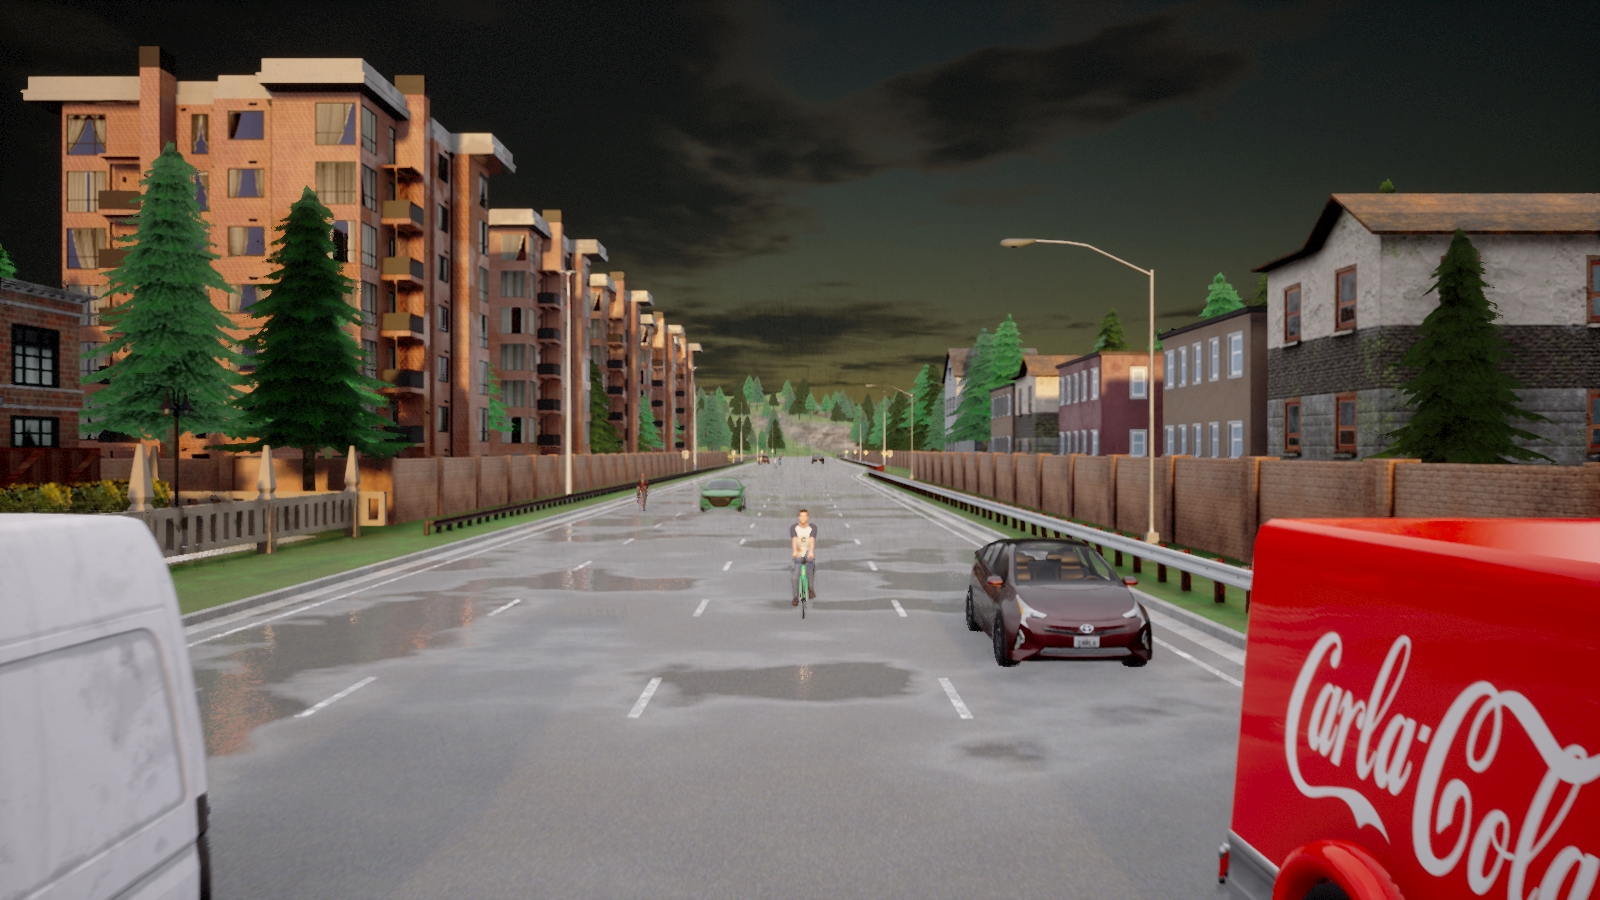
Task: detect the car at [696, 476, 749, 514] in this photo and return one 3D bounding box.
[{"bbox_3d":[-3.501,2.023,52.544,2.097,1.535,5.006,0,0,0],"label":"car"}]

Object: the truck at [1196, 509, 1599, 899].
[{"bbox_3d":[3.493,1.565,3.643,2.627,2.467,5.204,0,0,0],"label":"truck"}]

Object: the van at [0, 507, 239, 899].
[{"bbox_3d":[-3.500,1.534,2.147,1.988,2.561,5.915,0,0,0],"label":"van"}]

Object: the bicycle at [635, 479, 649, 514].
[{"bbox_3d":[-6.995,2.050,50.629,0.329,1.471,1.835,0,0,0],"label":"bicycle"}]

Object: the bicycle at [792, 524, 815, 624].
[{"bbox_3d":[0.060,2.052,19.266,0.373,1.496,1.643,0,0,1],"label":"bicycle"}]

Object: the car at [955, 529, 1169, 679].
[{"bbox_3d":[3.499,2.036,16.193,2.007,1.525,4.514,0,0,0],"label":"car"}]
